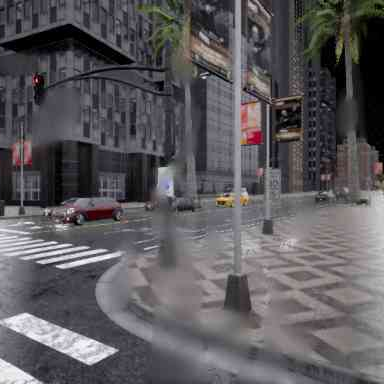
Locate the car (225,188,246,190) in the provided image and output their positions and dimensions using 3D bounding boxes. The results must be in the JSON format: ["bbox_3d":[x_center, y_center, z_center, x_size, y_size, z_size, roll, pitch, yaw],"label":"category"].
[{"bbox_3d":[5.397,0.492,44.043,2.150,2.045,5.566,0,2,36],"label":"car"}]

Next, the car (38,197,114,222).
[{"bbox_3d":[-8.423,1.182,24.563,2.128,1.511,4.902,0,1,36],"label":"car"}]

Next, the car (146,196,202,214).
[{"bbox_3d":[-1.182,1.103,29.182,2.033,1.411,5.357,0,1,35],"label":"car"}]

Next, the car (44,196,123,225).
[{"bbox_3d":[-6.659,1.075,21.450,2.097,1.767,4.553,0,1,35],"label":"car"}]

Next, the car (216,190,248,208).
[{"bbox_3d":[4.525,0.864,37.220,1.882,1.535,5.008,0,1,35],"label":"car"}]

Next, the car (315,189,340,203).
[{"bbox_3d":[17.858,0.677,44.459,1.837,1.490,4.892,0,1,35],"label":"car"}]

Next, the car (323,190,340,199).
[{"bbox_3d":[25.807,0.352,61.297,1.882,1.535,5.008,0,1,36],"label":"car"}]

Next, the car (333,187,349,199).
[{"bbox_3d":[23.720,0.231,52.739,2.150,2.045,5.566,0,1,36],"label":"car"}]
